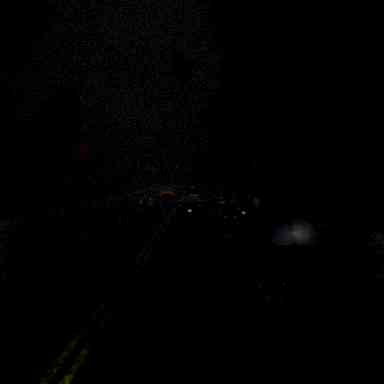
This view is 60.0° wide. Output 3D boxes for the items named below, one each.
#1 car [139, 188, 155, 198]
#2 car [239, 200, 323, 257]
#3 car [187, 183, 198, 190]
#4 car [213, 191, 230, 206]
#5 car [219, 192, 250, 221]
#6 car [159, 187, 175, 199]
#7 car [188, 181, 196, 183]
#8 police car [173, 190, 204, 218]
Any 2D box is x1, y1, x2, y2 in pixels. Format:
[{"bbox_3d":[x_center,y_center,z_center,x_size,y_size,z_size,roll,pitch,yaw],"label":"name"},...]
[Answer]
[{"bbox_3d":[-6.558,0.076,49.005,1.895,1.301,4.718,0,3,0],"label":"car"},{"bbox_3d":[3.255,1.321,12.455,2.033,1.649,4.856,0,1,0],"label":"car"},{"bbox_3d":[0.106,-0.382,57.723,1.812,1.442,4.674,0,3,0],"label":"car"},{"bbox_3d":[3.263,0.635,34.430,1.837,1.490,4.892,0,3,0],"label":"car"},{"bbox_3d":[3.259,1.072,23.440,1.882,1.535,5.008,0,2,0],"label":"car"},{"bbox_3d":[-3.321,0.119,45.272,1.882,1.535,5.008,0,3,0],"label":"car"},{"bbox_3d":[0.028,-1.390,74.603,2.150,2.045,5.566,0,2,0],"label":"car"},{"bbox_3d":[-0.110,0.963,25.033,1.930,1.638,5.238,0,2,1],"label":"police car"}]
